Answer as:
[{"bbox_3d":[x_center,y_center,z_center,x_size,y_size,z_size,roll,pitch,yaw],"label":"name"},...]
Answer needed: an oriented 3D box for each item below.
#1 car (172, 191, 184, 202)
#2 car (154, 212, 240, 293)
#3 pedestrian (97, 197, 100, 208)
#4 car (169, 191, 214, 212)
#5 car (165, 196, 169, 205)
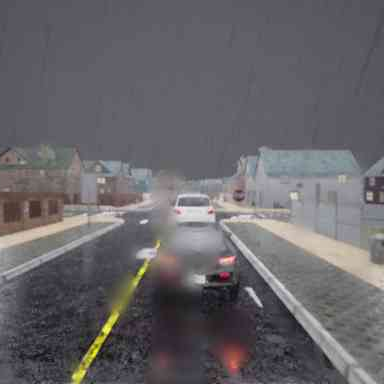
[{"bbox_3d":[-2.821,0.857,67.105,2.150,2.045,5.566,0,0,0],"label":"car"},{"bbox_3d":[0.099,1.478,8.574,1.812,1.442,4.674,0,0,0],"label":"car"},{"bbox_3d":[-9.712,1.065,34.316,0.500,1.100,0.500,0,0,1],"label":"pedestrian"},{"bbox_3d":[0.014,1.121,18.451,2.150,2.045,5.566,0,0,-2],"label":"car"},{"bbox_3d":[-2.880,1.082,50.824,2.097,1.767,4.553,0,0,0],"label":"car"}]
